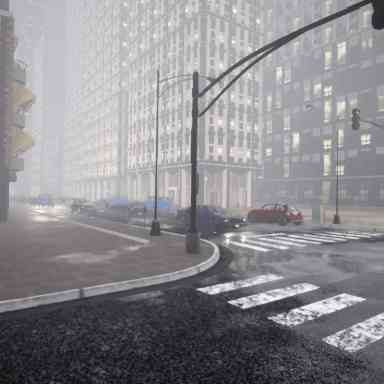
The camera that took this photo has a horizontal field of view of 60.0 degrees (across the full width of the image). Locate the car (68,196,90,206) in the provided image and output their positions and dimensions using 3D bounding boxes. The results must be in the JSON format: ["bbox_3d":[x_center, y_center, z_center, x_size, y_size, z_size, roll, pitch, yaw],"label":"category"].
[{"bbox_3d":[-18.233,1.457,53.584,2.128,1.511,4.902,1,-1,-35],"label":"car"}]

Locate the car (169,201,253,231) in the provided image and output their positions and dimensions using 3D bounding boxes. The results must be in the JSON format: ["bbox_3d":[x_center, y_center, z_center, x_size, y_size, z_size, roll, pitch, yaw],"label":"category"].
[{"bbox_3d":[0.996,1.498,20.729,2.033,1.411,5.357,1,-1,-35],"label":"car"}]

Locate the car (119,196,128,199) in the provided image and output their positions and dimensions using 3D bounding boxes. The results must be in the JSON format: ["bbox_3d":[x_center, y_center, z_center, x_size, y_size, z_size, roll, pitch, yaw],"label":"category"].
[{"bbox_3d":[-7.174,1.584,42.377,2.008,1.369,4.403,1,-1,-35],"label":"car"}]

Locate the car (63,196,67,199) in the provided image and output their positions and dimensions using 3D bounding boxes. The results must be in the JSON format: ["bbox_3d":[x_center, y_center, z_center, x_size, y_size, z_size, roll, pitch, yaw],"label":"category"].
[{"bbox_3d":[-15.037,1.439,43.550,1.812,1.442,4.674,1,-1,-35],"label":"car"}]

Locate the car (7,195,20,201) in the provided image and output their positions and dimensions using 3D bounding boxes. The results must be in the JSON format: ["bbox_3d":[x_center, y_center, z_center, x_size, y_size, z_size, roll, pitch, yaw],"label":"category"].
[{"bbox_3d":[-40.043,1.378,74.499,2.008,1.369,4.403,1,-1,-35],"label":"car"}]

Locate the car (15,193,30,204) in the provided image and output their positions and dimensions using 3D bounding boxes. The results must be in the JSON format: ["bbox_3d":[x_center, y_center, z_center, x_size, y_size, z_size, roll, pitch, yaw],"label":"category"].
[{"bbox_3d":[-30.283,1.155,60.647,2.192,1.841,5.009,1,-1,-35],"label":"car"}]

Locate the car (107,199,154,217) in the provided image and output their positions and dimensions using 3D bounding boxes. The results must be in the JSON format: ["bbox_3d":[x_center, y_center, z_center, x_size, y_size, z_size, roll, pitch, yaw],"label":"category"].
[{"bbox_3d":[-5.703,1.535,30.235,1.895,1.301,4.718,1,-1,-35],"label":"car"}]

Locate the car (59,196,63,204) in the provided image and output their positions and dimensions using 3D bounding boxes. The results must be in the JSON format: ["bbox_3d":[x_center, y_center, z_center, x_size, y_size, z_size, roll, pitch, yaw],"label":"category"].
[{"bbox_3d":[-24.016,1.433,61.795,1.882,1.535,5.008,1,-1,-35],"label":"car"}]

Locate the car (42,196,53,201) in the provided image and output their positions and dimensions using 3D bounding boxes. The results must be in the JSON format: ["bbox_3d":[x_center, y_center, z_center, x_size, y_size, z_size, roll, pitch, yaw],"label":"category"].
[{"bbox_3d":[-36.447,1.570,83.941,1.802,1.307,4.206,1,-1,-35],"label":"car"}]

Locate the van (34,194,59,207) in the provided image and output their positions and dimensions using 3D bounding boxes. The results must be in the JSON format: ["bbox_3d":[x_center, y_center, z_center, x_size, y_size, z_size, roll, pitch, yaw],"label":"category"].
[{"bbox_3d":[-20.526,1.197,46.792,1.690,1.788,3.998,1,-1,-35],"label":"van"}]

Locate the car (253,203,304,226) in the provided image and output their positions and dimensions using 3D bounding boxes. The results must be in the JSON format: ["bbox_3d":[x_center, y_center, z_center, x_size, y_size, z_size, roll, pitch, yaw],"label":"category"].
[{"bbox_3d":[5.838,1.505,23.906,1.967,1.590,4.097,1,-1,-35],"label":"car"}]

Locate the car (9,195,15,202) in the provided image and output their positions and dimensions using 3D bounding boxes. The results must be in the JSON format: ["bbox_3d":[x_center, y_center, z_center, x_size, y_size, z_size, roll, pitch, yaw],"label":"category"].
[{"bbox_3d":[-36.792,1.396,69.881,1.947,1.339,4.313,1,-1,-35],"label":"car"}]

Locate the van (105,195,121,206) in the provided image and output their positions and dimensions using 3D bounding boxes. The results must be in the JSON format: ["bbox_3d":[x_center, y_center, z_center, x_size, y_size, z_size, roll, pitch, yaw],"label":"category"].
[{"bbox_3d":[-10.422,1.368,46.998,1.690,1.788,3.998,1,-1,-35],"label":"van"}]

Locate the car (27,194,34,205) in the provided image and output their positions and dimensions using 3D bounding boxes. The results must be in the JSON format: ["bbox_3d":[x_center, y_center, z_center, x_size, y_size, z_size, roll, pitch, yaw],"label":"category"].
[{"bbox_3d":[-23.782,1.432,51.408,1.802,1.307,4.206,1,-1,-35],"label":"car"}]

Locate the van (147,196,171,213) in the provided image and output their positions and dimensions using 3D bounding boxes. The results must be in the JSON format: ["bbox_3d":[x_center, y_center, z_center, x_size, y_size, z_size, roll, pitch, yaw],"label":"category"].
[{"bbox_3d":[-3.918,1.382,37.761,1.690,1.788,3.998,1,-1,-35],"label":"van"}]

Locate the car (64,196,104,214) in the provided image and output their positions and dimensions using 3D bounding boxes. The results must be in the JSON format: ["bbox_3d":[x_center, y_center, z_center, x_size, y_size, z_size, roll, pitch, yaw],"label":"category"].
[{"bbox_3d":[-10.772,1.427,32.935,2.008,1.369,4.403,1,-1,-35],"label":"car"}]
